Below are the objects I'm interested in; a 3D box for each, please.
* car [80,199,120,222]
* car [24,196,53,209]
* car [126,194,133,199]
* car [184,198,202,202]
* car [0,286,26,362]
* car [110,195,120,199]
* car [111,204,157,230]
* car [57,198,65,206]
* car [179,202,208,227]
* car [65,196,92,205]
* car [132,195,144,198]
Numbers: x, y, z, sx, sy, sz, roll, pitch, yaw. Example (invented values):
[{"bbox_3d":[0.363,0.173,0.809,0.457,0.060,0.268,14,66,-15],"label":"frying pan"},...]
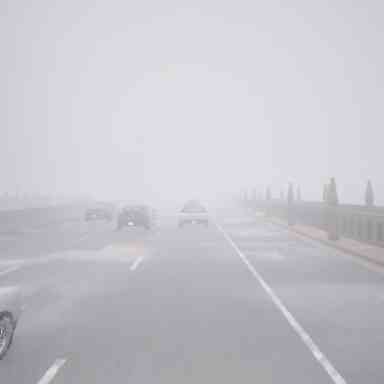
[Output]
[{"bbox_3d":[-6.896,1.527,25.823,1.812,1.442,4.674,0,0,0],"label":"car"},{"bbox_3d":[-20.982,1.353,45.602,2.097,1.767,4.553,0,0,1],"label":"car"},{"bbox_3d":[-16.243,1.410,88.866,2.128,1.511,4.902,0,0,2],"label":"car"},{"bbox_3d":[0.135,1.507,41.509,1.837,1.490,4.892,0,0,0],"label":"car"},{"bbox_3d":[-3.399,1.601,2.825,1.895,1.301,4.718,0,0,0],"label":"car"},{"bbox_3d":[-19.837,1.481,85.655,1.837,1.490,4.892,0,0,2],"label":"car"},{"bbox_3d":[-3.399,1.506,20.852,1.837,1.490,4.892,0,0,0],"label":"car"},{"bbox_3d":[-17.467,1.506,47.171,1.837,1.490,4.892,0,0,1],"label":"car"},{"bbox_3d":[0.102,1.602,23.001,1.895,1.301,4.718,0,0,0],"label":"car"},{"bbox_3d":[-14.025,1.352,42.587,2.097,1.767,4.553,0,0,1],"label":"car"},{"bbox_3d":[-12.905,1.493,83.222,1.837,1.490,4.892,0,0,2],"label":"car"}]
